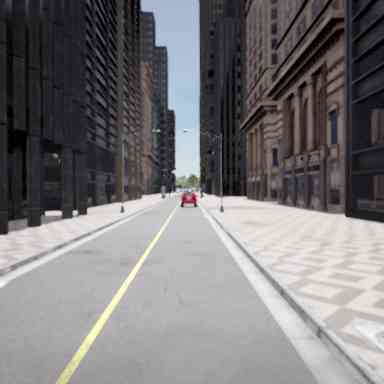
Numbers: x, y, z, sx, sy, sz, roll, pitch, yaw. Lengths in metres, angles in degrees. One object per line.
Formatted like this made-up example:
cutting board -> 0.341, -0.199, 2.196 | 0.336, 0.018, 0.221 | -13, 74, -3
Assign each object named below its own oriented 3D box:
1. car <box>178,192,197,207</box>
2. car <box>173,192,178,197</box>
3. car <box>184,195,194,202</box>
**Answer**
car -> -0.422, 0.959, 46.605 | 2.150, 2.045, 5.566 | 0, 0, -1
car -> -3.981, 0.692, 86.285 | 1.882, 1.535, 5.008 | 0, 0, -1
car -> -0.657, 1.221, 65.882 | 1.895, 1.301, 4.718 | 0, 0, 0
